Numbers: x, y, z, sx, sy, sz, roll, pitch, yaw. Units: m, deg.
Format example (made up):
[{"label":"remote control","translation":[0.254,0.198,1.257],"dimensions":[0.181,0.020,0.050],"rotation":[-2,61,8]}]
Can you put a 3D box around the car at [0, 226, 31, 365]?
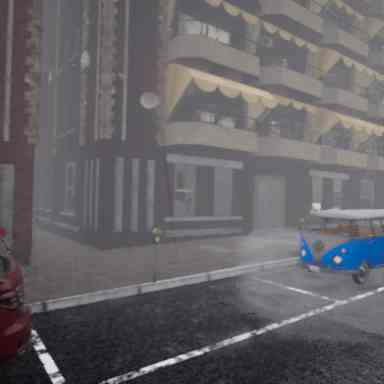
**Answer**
[{"label":"car","translation":[-4.217,1.312,3.046],"dimensions":[5.009,1.841,2.192],"rotation":[0,1,-36]}]

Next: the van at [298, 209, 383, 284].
[{"label":"van","translation":[4.766,1.401,9.495],"dimensions":[3.998,1.788,1.690],"rotation":[0,1,-36]}]
